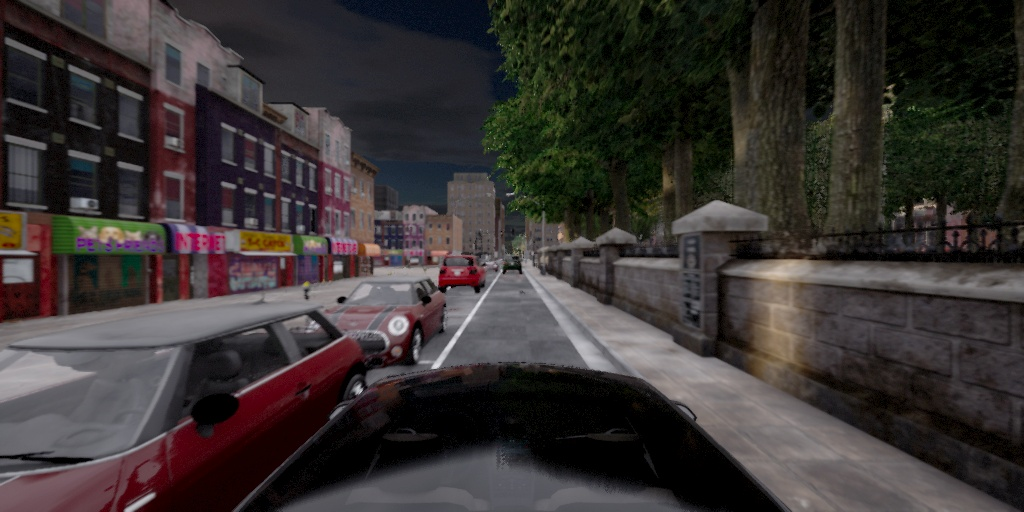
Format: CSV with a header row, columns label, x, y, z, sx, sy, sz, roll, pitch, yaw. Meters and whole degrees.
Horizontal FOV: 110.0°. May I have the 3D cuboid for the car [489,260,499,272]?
label,x,y,z,sx,sy,sz,roll,pitch,yaw
car,-2.621,1.291,44.395,1.802,1.307,4.207,0,0,0

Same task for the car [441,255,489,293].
label,x,y,z,sx,sy,sz,roll,pitch,yaw
car,-2.742,0.957,20.724,2.150,2.045,5.566,0,0,0

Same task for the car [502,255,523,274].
label,x,y,z,sx,sy,sz,roll,pitch,yaw
car,0.071,0.933,41.347,2.150,2.045,5.566,0,0,1

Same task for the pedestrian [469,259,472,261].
label,x,y,z,sx,sy,sz,roll,pitch,yaw
pedestrian,-2.741,1.023,23.977,0.375,1.860,0.375,0,0,0

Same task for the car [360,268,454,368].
label,x,y,z,sx,sy,sz,roll,pitch,yaw
car,-2.643,1.184,7.776,1.967,1.591,4.097,0,0,0

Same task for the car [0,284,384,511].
label,x,y,z,sx,sy,sz,roll,pitch,yaw
car,-2.647,1.189,2.504,1.967,1.591,4.097,0,0,0
